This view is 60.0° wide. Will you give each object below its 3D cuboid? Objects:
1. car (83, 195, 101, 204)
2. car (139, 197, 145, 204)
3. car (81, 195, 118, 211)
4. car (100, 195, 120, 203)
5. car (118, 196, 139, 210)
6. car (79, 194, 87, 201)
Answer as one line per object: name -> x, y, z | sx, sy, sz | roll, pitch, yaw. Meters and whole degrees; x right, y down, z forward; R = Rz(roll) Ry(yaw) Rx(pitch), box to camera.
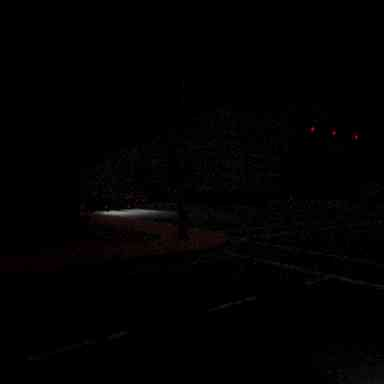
car -> -18.533, 1.357, 61.489 | 1.837, 1.490, 4.892 | 0, 0, -36
car -> -9.672, 1.428, 55.256 | 1.895, 1.301, 4.718 | 0, 0, -35
car -> -10.893, 1.394, 38.714 | 2.128, 1.511, 4.902 | -1, 0, -36
car -> -15.691, 1.305, 63.531 | 1.882, 1.535, 5.008 | 0, 0, -36
car -> -8.891, 1.479, 41.928 | 1.895, 1.301, 4.718 | 0, 0, -36
car -> -17.876, 1.016, 54.577 | 1.812, 1.442, 4.674 | 0, 0, -36
